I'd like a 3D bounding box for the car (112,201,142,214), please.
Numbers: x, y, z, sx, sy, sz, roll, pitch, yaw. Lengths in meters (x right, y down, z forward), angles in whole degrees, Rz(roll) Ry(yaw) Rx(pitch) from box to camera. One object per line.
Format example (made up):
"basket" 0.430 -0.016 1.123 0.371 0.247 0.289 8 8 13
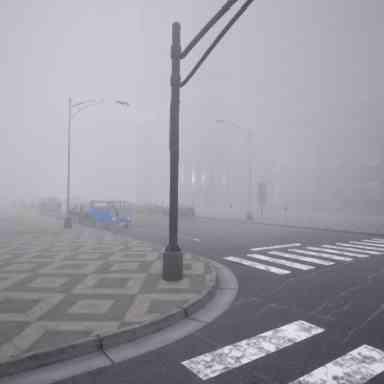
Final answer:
"car" -7.835 1.752 39.691 1.887 1.381 4.507 1 -1 -35

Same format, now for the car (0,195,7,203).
"car" -43.510 1.564 75.392 2.192 1.841 5.009 1 -1 -35

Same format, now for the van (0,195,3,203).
"van" -46.698 1.613 79.904 1.690 1.788 3.998 1 -1 -35

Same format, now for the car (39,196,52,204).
"car" -33.348 1.818 75.790 1.967 1.590 4.097 1 -1 -35

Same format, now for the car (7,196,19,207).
"car" -27.577 1.692 52.824 2.008 1.369 4.403 1 -1 -35

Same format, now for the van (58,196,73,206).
"van" -23.779 1.655 62.254 1.690 1.788 3.998 1 -1 -35

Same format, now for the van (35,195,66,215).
"van" -14.826 1.397 34.775 1.690 1.788 3.998 1 -1 -35

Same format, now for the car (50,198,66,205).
"car" -26.970 1.886 66.764 2.008 1.369 4.403 1 -1 -35

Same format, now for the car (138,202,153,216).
"car" -4.646 1.731 35.179 1.887 1.381 4.507 1 -1 -35

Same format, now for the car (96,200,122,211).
"car" -11.122 1.754 44.342 1.752 1.417 4.829 1 -1 -35

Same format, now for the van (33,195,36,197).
"van" -36.535 1.741 80.302 1.690 1.788 3.998 1 -1 -35

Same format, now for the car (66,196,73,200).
"car" -20.590 1.607 57.742 2.192 1.841 5.009 1 -1 -35

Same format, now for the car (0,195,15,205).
"car" -37.040 1.731 66.225 1.752 1.417 4.829 1 -1 -35

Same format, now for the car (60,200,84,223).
"car" -8.454 1.559 25.747 1.887 1.381 4.507 1 -1 -35

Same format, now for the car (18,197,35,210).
"car" -21.203 1.681 43.798 1.802 1.307 4.206 1 -1 -35

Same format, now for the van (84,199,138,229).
"van" -5.265 1.336 21.236 1.690 1.788 3.998 1 -1 -35

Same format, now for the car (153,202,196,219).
"car" -1.457 1.710 30.667 1.887 1.381 4.507 1 -1 -35

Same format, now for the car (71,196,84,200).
"car" -17.403 1.816 53.227 1.887 1.381 4.507 1 -1 -35

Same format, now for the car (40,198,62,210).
"car" -19.713 1.658 46.499 1.837 1.490 4.892 1 -1 -35
